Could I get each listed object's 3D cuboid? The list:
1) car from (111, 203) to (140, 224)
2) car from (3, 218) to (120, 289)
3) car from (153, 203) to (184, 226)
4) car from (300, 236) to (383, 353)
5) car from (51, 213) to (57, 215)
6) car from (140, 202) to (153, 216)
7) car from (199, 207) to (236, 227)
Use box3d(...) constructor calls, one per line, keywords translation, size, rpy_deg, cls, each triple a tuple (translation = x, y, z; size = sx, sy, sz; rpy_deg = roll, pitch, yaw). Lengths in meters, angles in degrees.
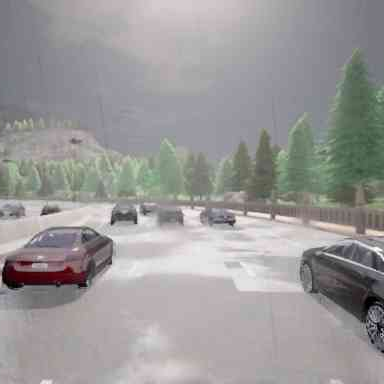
box3d(translation=(-5.755, 1.689, 28.239), size=(2.097, 1.767, 4.553), rpy_deg=(0, -1, -11), cls="car")
box3d(translation=(-3.530, 1.679, 9.581), size=(1.994, 1.385, 4.181), rpy_deg=(0, -1, -2), cls="car")
box3d(translation=(-1.800, 1.818, 26.251), size=(1.837, 1.490, 4.892), rpy_deg=(0, -1, -10), cls="car")
box3d(translation=(3.561, 1.567, 6.197), size=(2.128, 1.511, 4.902), rpy_deg=(0, -1, -1), cls="car")
box3d(translation=(-15.217, 2.033, 36.197), size=(1.895, 1.301, 4.718), rpy_deg=(0, -1, -18), cls="car")
box3d(translation=(-5.167, 1.965, 39.627), size=(2.128, 1.511, 4.902), rpy_deg=(0, -1, -18), cls="car")
box3d(translation=(1.880, 1.856, 25.860), size=(2.033, 1.411, 5.357), rpy_deg=(0, -1, -10), cls="car")
